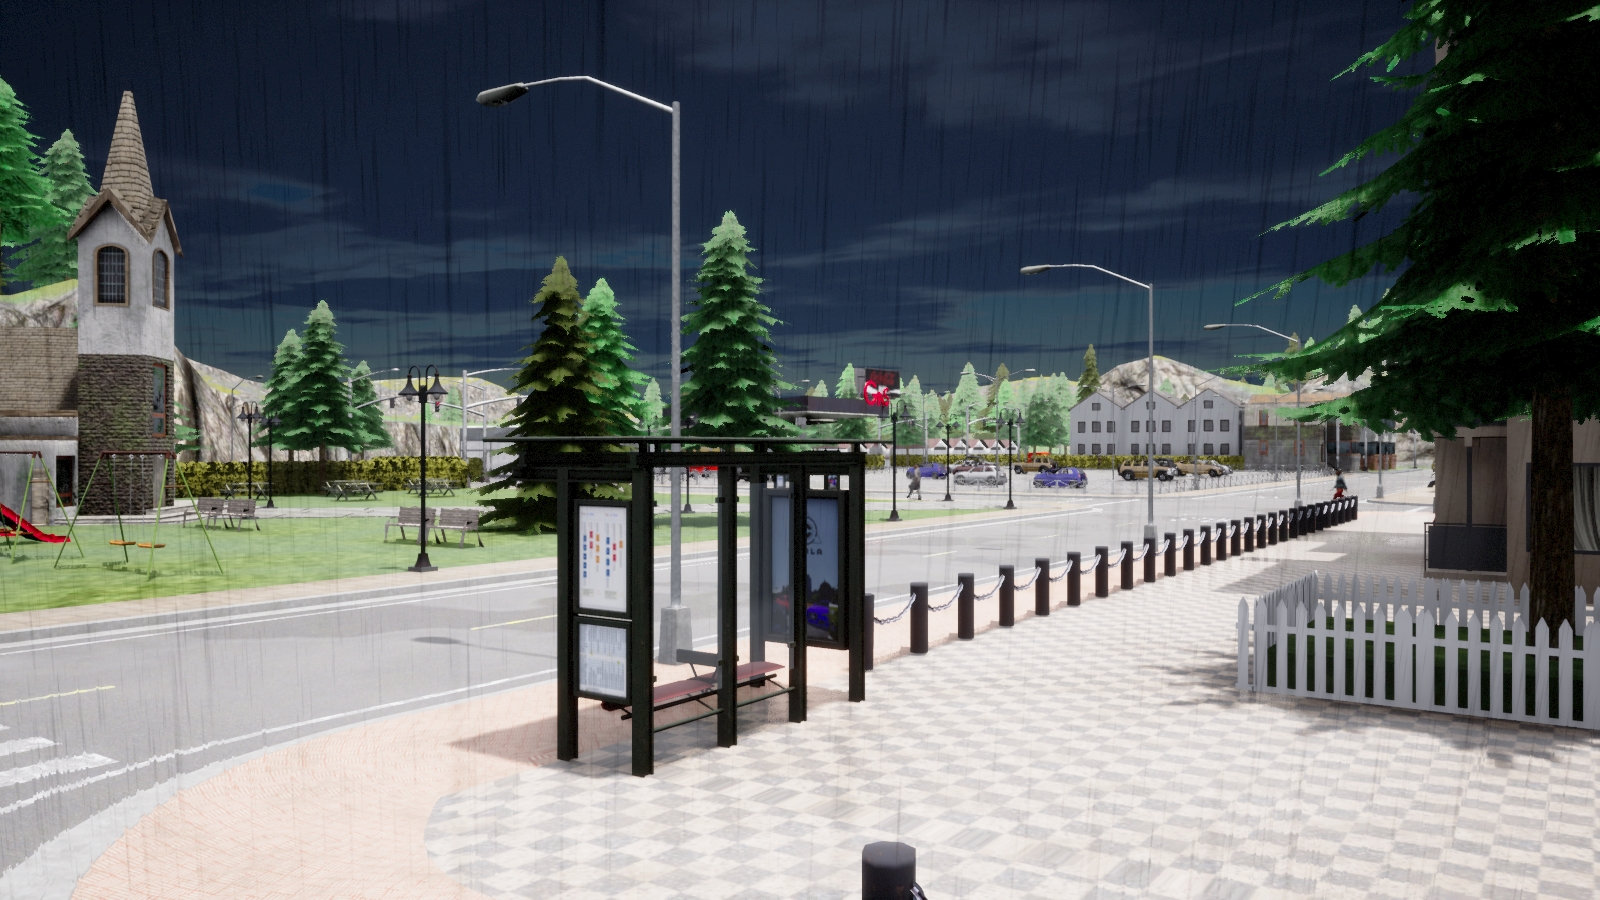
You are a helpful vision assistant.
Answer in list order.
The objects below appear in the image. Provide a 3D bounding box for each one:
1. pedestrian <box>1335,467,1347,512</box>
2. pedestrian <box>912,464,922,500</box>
[{"bbox_3d":[22.893,1.671,48.353,0.375,1.860,0.375,0,0,9],"label":"pedestrian"},{"bbox_3d":[6.150,1.673,59.853,0.375,1.860,0.375,0,0,39],"label":"pedestrian"}]
